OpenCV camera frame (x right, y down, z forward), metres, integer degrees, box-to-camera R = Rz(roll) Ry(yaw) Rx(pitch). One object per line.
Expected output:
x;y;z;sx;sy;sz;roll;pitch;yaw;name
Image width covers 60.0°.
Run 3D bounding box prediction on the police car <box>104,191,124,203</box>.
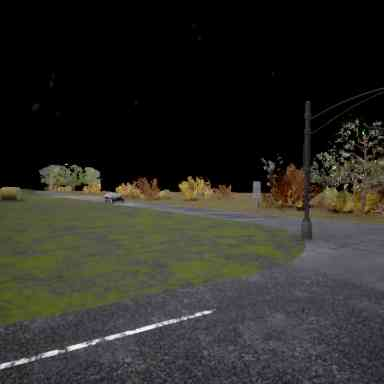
-11.648;0.739;49.739;1.930;1.638;5.238;1;0;-32;police car
